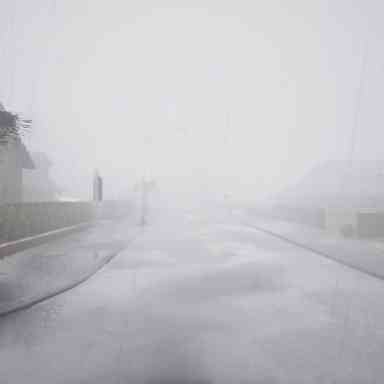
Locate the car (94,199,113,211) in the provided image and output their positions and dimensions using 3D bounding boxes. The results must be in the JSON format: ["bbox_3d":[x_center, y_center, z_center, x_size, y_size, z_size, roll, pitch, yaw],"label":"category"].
[{"bbox_3d":[-18.237,2.397,70.467,1.905,1.878,3.866,-1,-1,33],"label":"car"}]
